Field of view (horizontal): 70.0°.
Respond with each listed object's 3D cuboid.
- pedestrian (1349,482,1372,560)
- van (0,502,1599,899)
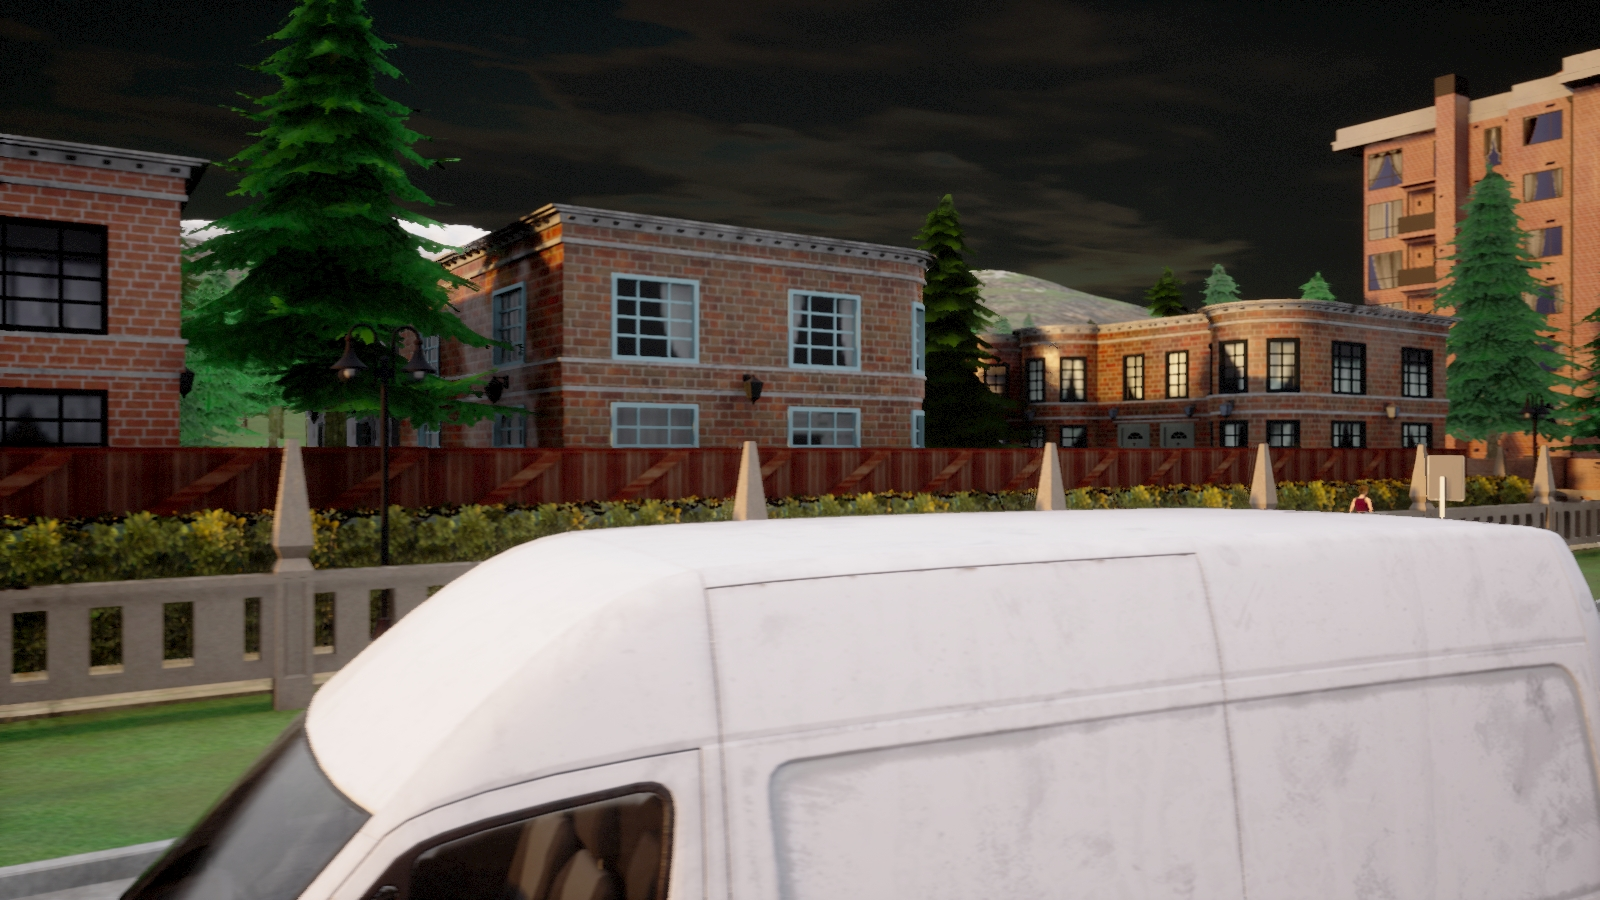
[{"bbox_3d":[13.572,1.707,27.668,0.375,1.860,0.375,0,0,-34],"label":"pedestrian"},{"bbox_3d":[-0.044,1.536,3.622,5.915,2.561,1.988,0,0,-24],"label":"van"}]
